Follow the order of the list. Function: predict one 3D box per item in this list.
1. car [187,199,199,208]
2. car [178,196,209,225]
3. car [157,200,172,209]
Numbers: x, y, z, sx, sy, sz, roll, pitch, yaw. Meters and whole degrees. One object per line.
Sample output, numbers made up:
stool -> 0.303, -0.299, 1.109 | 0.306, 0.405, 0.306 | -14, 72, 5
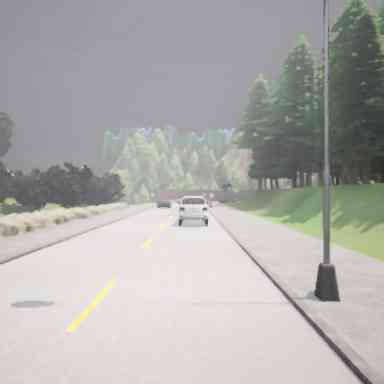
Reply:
car -> 0.114, 1.834, 55.162 | 1.895, 1.301, 4.718 | 0, 0, 0
car -> 0.106, 1.328, 25.174 | 2.150, 2.045, 5.566 | 0, 0, 0
car -> -4.049, 1.807, 48.992 | 1.895, 1.301, 4.718 | 0, 0, 1
